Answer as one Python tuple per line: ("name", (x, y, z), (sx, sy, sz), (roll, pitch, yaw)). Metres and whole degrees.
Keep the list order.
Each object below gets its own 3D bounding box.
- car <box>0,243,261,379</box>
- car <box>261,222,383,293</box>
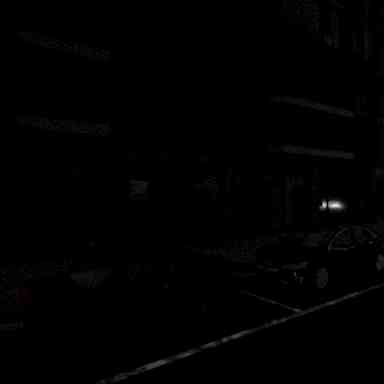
("car", (-1.055, 1.565, 5.434), (4.206, 1.307, 1.802), (-1, 0, -35))
("car", (3.432, 1.491, 8.633), (4.403, 1.369, 2.008), (-1, 0, -35))
